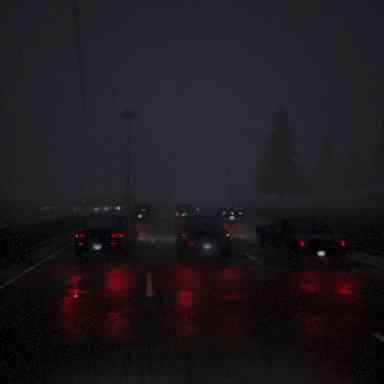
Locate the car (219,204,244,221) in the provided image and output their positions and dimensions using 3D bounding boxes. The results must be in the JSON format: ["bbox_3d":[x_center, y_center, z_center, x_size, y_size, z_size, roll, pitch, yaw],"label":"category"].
[{"bbox_3d":[3.025,1.662,27.361,1.895,1.301,4.718,0,0,0],"label":"car"}]

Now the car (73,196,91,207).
[{"bbox_3d":[-17.726,1.481,54.643,2.097,1.767,4.553,0,0,4],"label":"car"}]

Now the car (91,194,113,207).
[{"bbox_3d":[-14.211,1.348,54.789,2.150,2.045,5.566,0,0,5],"label":"car"}]

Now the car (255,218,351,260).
[{"bbox_3d":[3.842,1.629,12.551,1.895,1.301,4.718,0,0,-5],"label":"car"}]

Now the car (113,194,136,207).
[{"bbox_3d":[-10.700,1.348,54.858,2.150,2.045,5.566,0,0,4],"label":"car"}]

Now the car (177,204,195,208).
[{"bbox_3d":[-0.463,1.606,25.662,2.033,1.411,5.357,0,0,-1],"label":"car"}]

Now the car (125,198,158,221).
[{"bbox_3d":[-3.965,1.570,27.722,1.837,1.490,4.892,0,0,0],"label":"car"}]

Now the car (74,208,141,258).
[{"bbox_3d":[-3.195,1.556,12.896,1.812,1.442,4.674,0,0,-4],"label":"car"}]

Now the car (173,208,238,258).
[{"bbox_3d":[0.312,1.556,12.863,1.812,1.442,4.674,0,0,-4],"label":"car"}]
